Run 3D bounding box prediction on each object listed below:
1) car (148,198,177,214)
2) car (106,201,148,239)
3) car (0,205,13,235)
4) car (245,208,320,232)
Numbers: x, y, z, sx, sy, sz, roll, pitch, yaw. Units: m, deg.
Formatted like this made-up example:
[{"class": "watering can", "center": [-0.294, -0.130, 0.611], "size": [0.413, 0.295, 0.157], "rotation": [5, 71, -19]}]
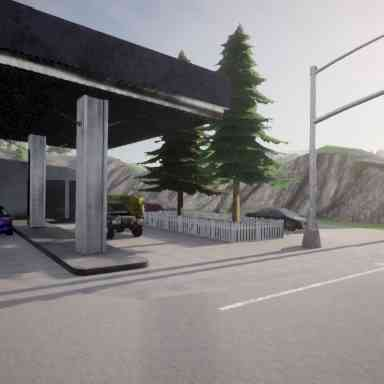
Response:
[{"class": "car", "center": [-3.222, 1.516, 35.997], "size": [2.097, 1.767, 4.553], "rotation": [1, 0, -35]}, {"class": "car", "center": [-4.313, 1.448, 18.354], "size": [1.905, 1.878, 3.866], "rotation": [1, 0, -35]}, {"class": "car", "center": [-11.442, 1.524, 18.627], "size": [2.242, 1.667, 4.611], "rotation": [1, 0, -35]}, {"class": "car", "center": [5.929, 1.819, 22.751], "size": [2.033, 1.411, 5.357], "rotation": [1, 0, -35]}]
